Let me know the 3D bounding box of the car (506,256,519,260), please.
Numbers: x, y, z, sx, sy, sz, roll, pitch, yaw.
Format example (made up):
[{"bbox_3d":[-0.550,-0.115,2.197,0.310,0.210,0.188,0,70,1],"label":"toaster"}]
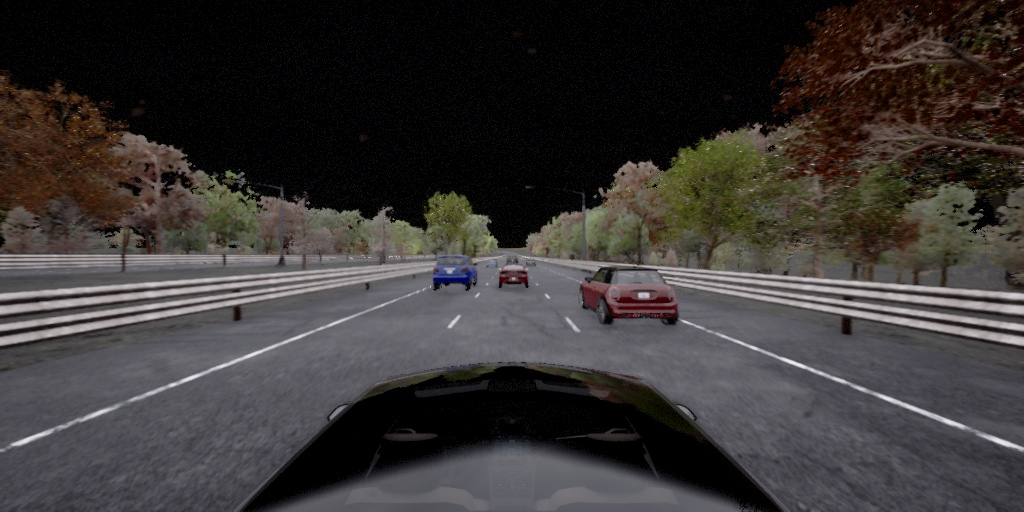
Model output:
[{"bbox_3d":[0.093,0.933,64.963,2.150,2.045,5.566,0,0,0],"label":"car"}]

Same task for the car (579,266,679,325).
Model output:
[{"bbox_3d":[3.600,1.099,11.911,2.097,1.767,4.553,0,0,0],"label":"car"}]

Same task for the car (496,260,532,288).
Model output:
[{"bbox_3d":[0.100,1.220,24.093,1.882,1.535,5.008,0,0,0],"label":"car"}]

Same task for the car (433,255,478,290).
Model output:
[{"bbox_3d":[-3.402,0.964,22.269,2.150,2.045,5.566,0,0,0],"label":"car"}]

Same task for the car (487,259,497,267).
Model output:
[{"bbox_3d":[-3.404,1.259,63.026,2.033,1.411,5.357,0,0,0],"label":"car"}]
